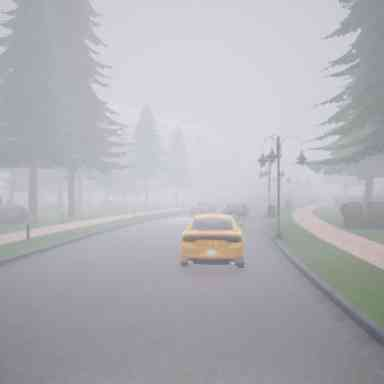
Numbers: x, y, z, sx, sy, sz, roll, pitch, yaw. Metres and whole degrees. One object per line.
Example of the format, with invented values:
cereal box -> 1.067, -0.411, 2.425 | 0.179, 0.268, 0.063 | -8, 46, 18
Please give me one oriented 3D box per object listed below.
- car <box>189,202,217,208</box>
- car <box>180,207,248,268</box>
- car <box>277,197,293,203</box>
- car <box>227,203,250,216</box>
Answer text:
car -> 1.153, 1.648, 33.110 | 1.895, 1.301, 4.718 | 0, 0, 16
car -> 0.753, 1.494, 11.491 | 1.882, 1.535, 5.008 | 0, 0, 5
car -> 19.513, 1.677, 69.939 | 1.895, 1.301, 4.718 | 0, 0, 35
car -> 4.107, 1.644, 29.977 | 1.895, 1.301, 4.718 | 0, 0, 15
